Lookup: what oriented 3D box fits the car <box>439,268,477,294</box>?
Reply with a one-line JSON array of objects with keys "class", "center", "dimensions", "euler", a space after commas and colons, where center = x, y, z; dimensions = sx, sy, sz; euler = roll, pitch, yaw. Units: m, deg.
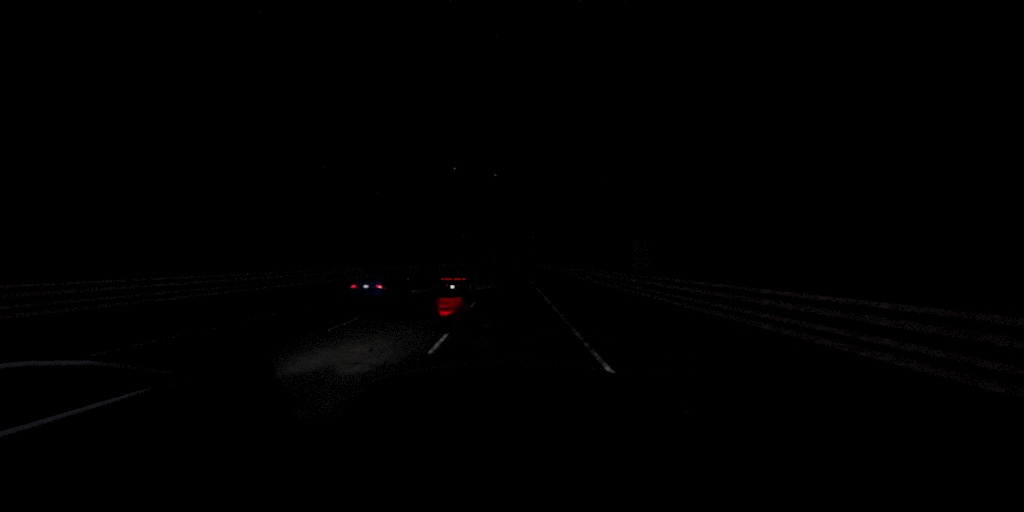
[{"class": "car", "center": [-3.390, 1.521, 22.841], "dimensions": [1.837, 1.490, 4.892], "euler": [0, -1, 0]}]

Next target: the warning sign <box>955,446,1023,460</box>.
[{"class": "warning sign", "center": [4.550, 0.879, 2.802], "dimensions": [1.300, 1.860, 1.060], "euler": [0, 0, 0]}]

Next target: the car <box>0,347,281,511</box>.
[{"class": "car", "center": [-3.400, 1.243, 1.894], "dimensions": [2.128, 1.511, 4.902], "euler": [0, -1, 0]}]

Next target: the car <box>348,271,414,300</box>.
[{"class": "car", "center": [-6.892, 1.521, 19.438], "dimensions": [2.033, 1.411, 5.357], "euler": [0, -1, 0]}]
